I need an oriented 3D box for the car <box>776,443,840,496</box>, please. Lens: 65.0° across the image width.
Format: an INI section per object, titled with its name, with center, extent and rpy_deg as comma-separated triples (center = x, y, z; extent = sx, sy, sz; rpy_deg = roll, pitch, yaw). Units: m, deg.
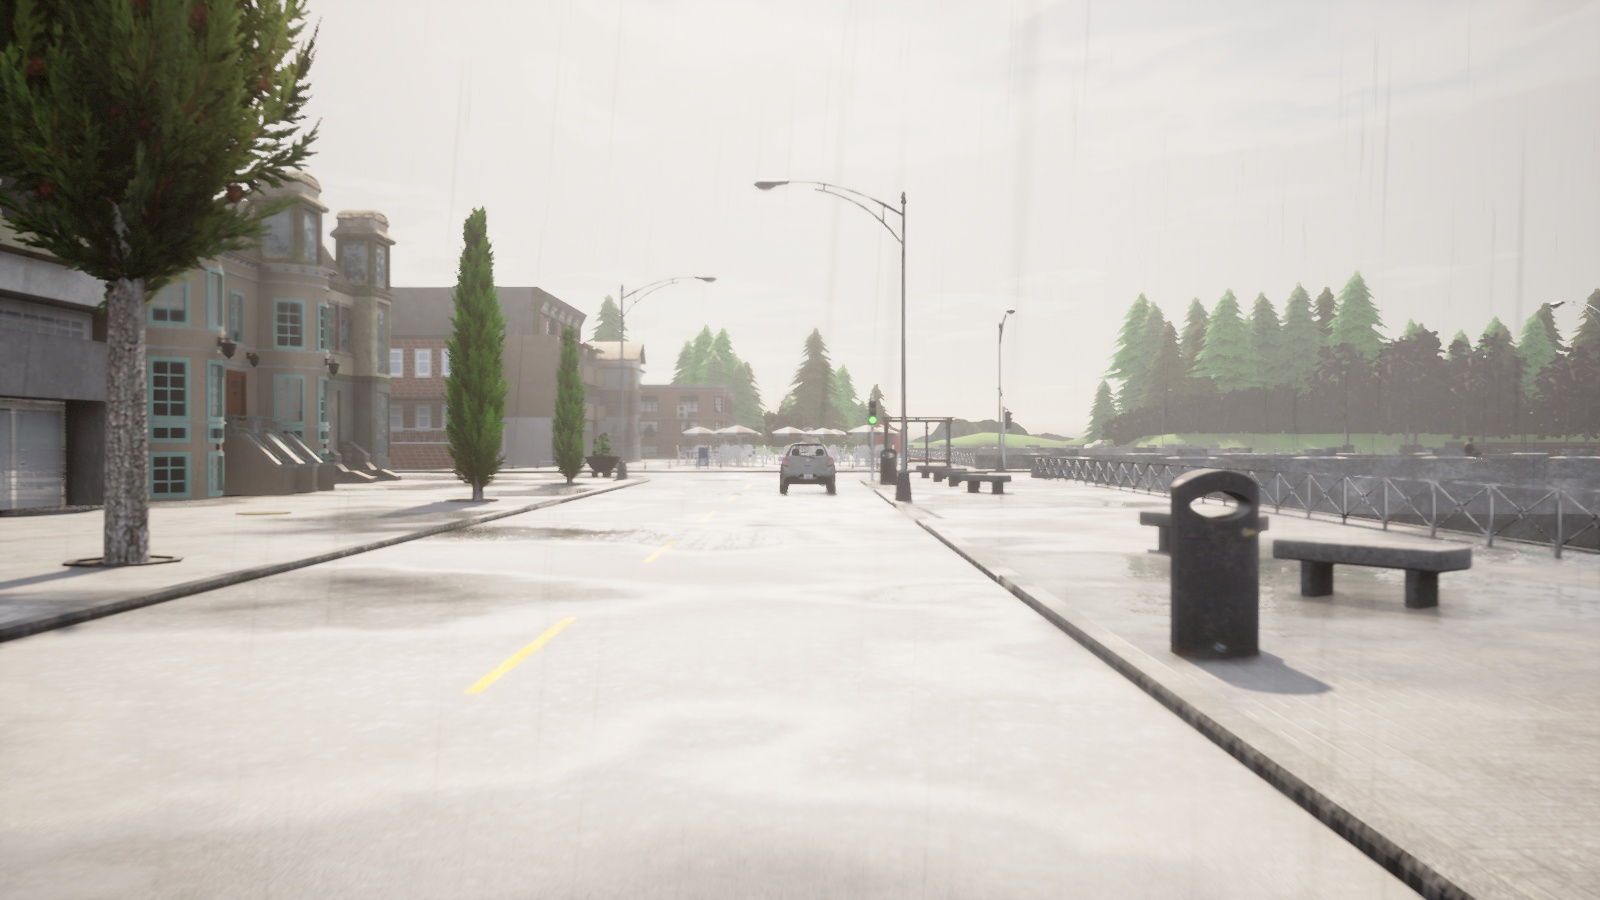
[car]
center = 0.229, 0.548, 37.808
extent = 1.845, 1.501, 3.633
rpy_deg = 0, 0, 0
